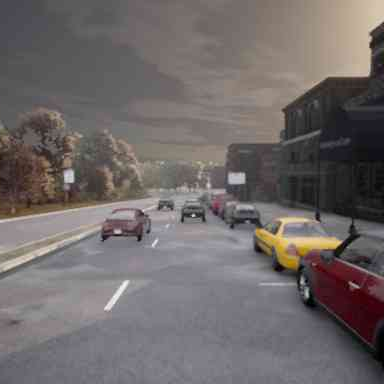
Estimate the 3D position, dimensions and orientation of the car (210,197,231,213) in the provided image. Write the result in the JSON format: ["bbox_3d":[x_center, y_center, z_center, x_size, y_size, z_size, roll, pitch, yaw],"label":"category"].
[{"bbox_3d":[3.212,1.436,38.634,1.946,1.575,5.366,0,0,0],"label":"car"}]

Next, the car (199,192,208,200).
[{"bbox_3d":[3.180,1.130,93.601,2.435,2.045,5.566,0,0,0],"label":"car"}]

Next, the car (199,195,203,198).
[{"bbox_3d":[0.084,1.480,43.035,1.812,1.442,4.674,0,0,0],"label":"car"}]

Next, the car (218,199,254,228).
[{"bbox_3d":[3.221,1.458,21.741,2.231,1.521,4.892,0,0,0],"label":"car"}]

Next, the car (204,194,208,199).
[{"bbox_3d":[3.206,1.424,49.684,1.946,1.575,5.366,0,0,0],"label":"car"}]

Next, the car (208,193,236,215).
[{"bbox_3d":[3.215,1.194,32.951,2.435,2.045,5.566,0,0,0],"label":"car"}]

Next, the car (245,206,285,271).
[{"bbox_3d":[3.228,1.465,10.883,1.946,1.575,5.366,0,0,0],"label":"car"}]

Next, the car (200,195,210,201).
[{"bbox_3d":[3.191,1.423,82.555,2.163,1.488,4.792,0,0,0],"label":"car"}]

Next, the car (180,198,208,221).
[{"bbox_3d":[0.093,1.476,26.799,1.837,1.490,4.892,0,0,0],"label":"car"}]

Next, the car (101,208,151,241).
[{"bbox_3d":[-3.153,1.509,16.428,1.812,1.442,4.674,0,0,0],"label":"car"}]

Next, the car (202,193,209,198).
[{"bbox_3d":[3.258,1.421,56.556,2.231,1.521,4.892,0,0,1],"label":"car"}]

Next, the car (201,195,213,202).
[{"bbox_3d":[3.193,1.406,71.467,2.231,1.521,4.892,0,0,0],"label":"car"}]

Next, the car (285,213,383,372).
[{"bbox_3d":[3.228,1.349,5.140,2.185,1.767,4.553,0,0,0],"label":"car"}]

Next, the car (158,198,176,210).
[{"bbox_3d":[-3.164,1.461,41.417,1.837,1.490,4.892,0,0,0],"label":"car"}]

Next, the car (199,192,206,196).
[{"bbox_3d":[3.197,1.159,65.977,2.435,2.045,5.566,0,0,0],"label":"car"}]
